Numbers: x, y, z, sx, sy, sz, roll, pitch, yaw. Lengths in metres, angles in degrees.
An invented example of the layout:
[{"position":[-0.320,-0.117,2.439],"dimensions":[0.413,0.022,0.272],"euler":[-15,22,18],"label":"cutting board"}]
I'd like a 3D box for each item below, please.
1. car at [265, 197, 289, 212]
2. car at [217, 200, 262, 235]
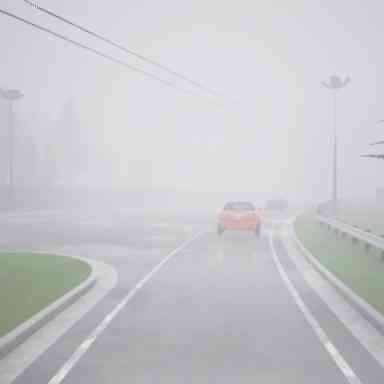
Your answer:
[{"position":[9.082,1.264,35.359],"dimensions":[1.882,1.535,5.008],"euler":[0,0,24],"label":"car"},{"position":[2.711,1.236,18.158],"dimensions":[2.097,1.767,4.553],"euler":[0,0,13],"label":"car"}]
